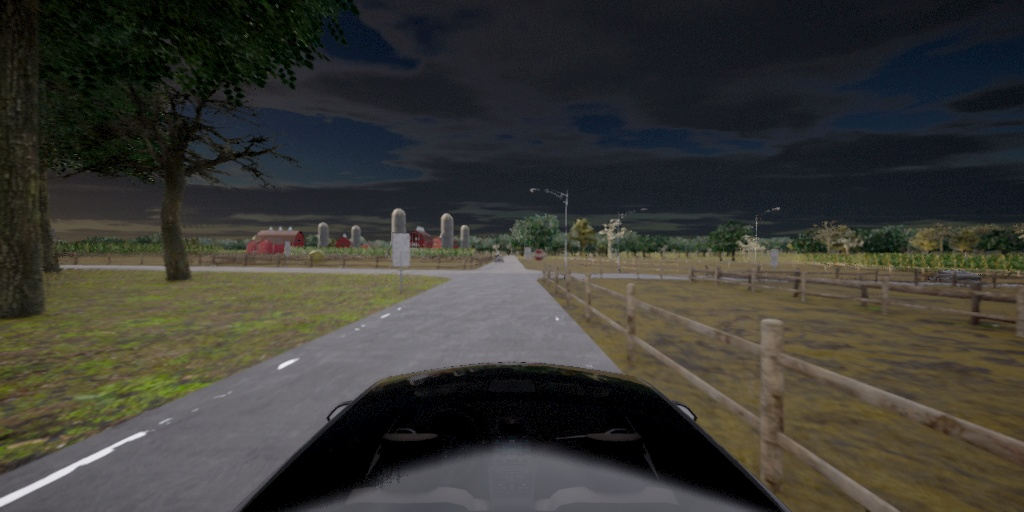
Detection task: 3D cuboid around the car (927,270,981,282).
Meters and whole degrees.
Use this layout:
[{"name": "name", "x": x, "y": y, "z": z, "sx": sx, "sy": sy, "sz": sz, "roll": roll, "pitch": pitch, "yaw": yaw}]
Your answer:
[{"name": "car", "x": 48.289, "y": 2.220, "z": 39.229, "sx": 4.181, "sy": 1.385, "sz": 1.994, "roll": 2, "pitch": 1, "yaw": 0}]
